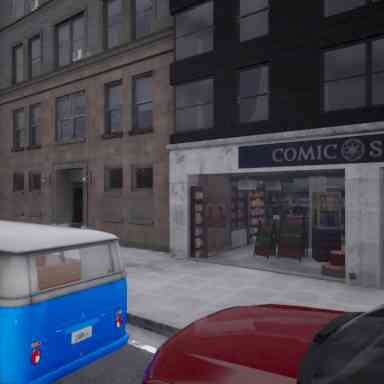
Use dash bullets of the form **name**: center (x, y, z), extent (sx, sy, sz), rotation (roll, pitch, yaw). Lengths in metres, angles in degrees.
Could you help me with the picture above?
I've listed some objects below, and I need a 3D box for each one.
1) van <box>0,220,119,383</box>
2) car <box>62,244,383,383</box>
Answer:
- **van**: center (-2.723, 1.341, 4.755), extent (3.998, 1.788, 1.690), rotation (0, 0, 36)
- **car**: center (1.899, 1.315, 1.456), extent (5.009, 1.841, 2.192), rotation (0, 0, 36)
